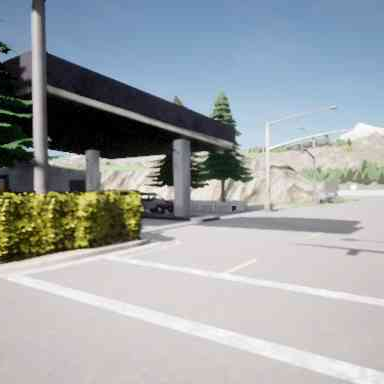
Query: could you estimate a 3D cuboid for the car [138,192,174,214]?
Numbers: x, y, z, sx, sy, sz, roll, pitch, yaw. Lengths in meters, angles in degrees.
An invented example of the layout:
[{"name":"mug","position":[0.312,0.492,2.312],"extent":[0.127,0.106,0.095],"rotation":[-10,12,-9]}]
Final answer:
[{"name":"car","position":[-3.361,0.990,30.113],"extent":[3.866,1.878,1.905],"rotation":[0,1,35]}]
